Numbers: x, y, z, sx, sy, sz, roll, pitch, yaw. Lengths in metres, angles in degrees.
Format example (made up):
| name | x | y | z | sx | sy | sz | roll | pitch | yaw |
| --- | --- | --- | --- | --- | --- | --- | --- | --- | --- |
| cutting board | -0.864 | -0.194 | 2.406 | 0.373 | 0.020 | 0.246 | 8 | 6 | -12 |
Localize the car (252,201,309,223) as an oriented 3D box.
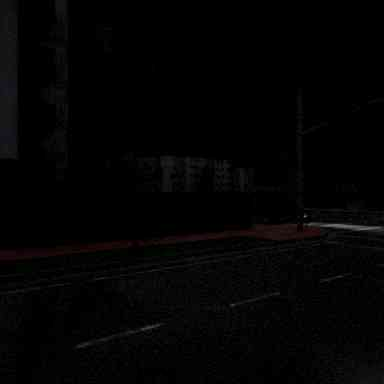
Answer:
| name | x | y | z | sx | sy | sz | roll | pitch | yaw |
| --- | --- | --- | --- | --- | --- | --- | --- | --- | --- |
| car | 6.746 | 1.491 | 26.051 | 2.128 | 1.511 | 4.902 | 0 | 0 | -36 |
